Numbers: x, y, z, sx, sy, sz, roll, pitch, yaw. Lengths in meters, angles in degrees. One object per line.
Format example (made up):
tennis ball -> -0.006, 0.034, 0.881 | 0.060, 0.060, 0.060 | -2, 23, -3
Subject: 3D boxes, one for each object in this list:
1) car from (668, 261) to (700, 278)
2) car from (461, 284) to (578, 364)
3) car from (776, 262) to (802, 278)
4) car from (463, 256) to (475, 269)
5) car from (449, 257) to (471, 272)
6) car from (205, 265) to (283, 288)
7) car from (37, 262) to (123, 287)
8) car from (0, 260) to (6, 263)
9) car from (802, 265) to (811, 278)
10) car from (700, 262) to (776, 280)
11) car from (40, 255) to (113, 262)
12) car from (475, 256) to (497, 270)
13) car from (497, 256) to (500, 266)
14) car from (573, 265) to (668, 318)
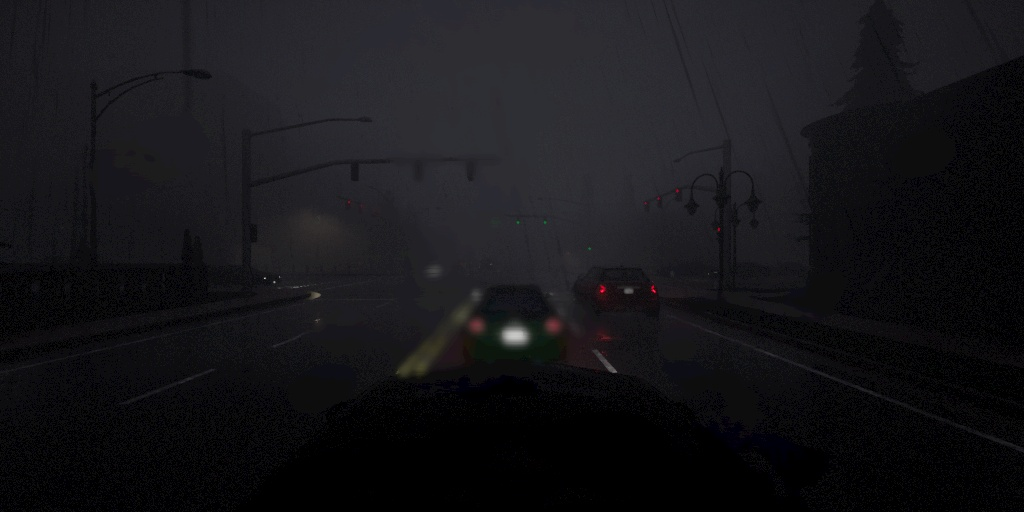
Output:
car -> 16.196, 1.228, 33.624 | 5.008, 1.535, 1.882 | 0, 0, -2
car -> 0.067, 1.314, 8.030 | 1.994, 1.385, 4.181 | 0, 0, 0
car -> 25.528, 1.276, 33.890 | 4.674, 1.442, 1.812 | 0, 0, -4
car -> -7.084, 1.241, 57.219 | 2.128, 1.511, 4.902 | 0, 0, 0
car -> -7.096, 1.228, 47.793 | 1.882, 1.535, 5.008 | 0, 0, 0
car -> -18.005, 1.297, 23.263 | 5.357, 1.411, 2.033 | 0, 0, 2
car -> -28.074, 1.297, 23.321 | 5.357, 1.411, 2.033 | 0, 0, 0
car -> -50.602, 1.102, 33.994 | 4.553, 1.767, 2.097 | 0, 0, 0
car -> 28.467, 0.971, 30.601 | 5.566, 2.045, 2.150 | 0, 0, -7
car -> 18.957, 1.255, 30.185 | 4.892, 1.490, 1.837 | 0, 0, -1
car -> -31.958, 0.972, 26.824 | 5.566, 2.045, 2.150 | 0, 0, 0
car -> -3.589, 1.102, 50.727 | 2.097, 1.767, 4.553 | 0, 0, 0
car -> -3.577, 1.241, 59.772 | 2.128, 1.511, 4.902 | 0, 0, 0
car -> 3.583, 1.101, 13.116 | 2.097, 1.767, 4.553 | 0, 0, 0
